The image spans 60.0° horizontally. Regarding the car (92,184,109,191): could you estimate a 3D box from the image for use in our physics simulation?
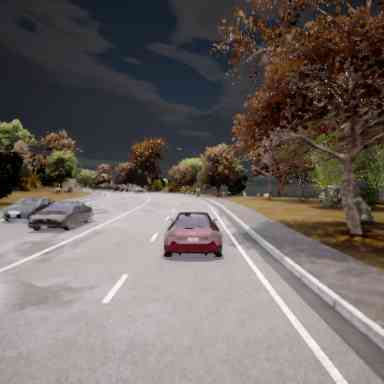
[{"bbox_3d":[-23.352,-1.181,84.075,4.892,1.490,1.837,3,1,40],"label":"car"}]

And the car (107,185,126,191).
[{"bbox_3d":[-19.406,-1.084,85.208,5.357,1.411,2.033,3,1,40],"label":"car"}]

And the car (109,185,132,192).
[{"bbox_3d":[-16.436,-0.880,76.602,2.097,1.767,4.553,1,1,-40],"label":"car"}]

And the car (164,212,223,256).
[{"bbox_3d":[0.045,1.423,12.461,1.994,1.385,4.181,0,1,0],"label":"car"}]

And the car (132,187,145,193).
[{"bbox_3d":[-12.903,-0.555,77.700,1.895,1.301,4.718,1,1,-40],"label":"car"}]

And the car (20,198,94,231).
[{"bbox_3d":[-7.014,1.219,18.474,2.033,1.411,5.357,0,2,0],"label":"car"}]

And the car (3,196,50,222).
[{"bbox_3d":[-10.416,1.051,21.855,2.128,1.511,4.902,0,2,0],"label":"car"}]
